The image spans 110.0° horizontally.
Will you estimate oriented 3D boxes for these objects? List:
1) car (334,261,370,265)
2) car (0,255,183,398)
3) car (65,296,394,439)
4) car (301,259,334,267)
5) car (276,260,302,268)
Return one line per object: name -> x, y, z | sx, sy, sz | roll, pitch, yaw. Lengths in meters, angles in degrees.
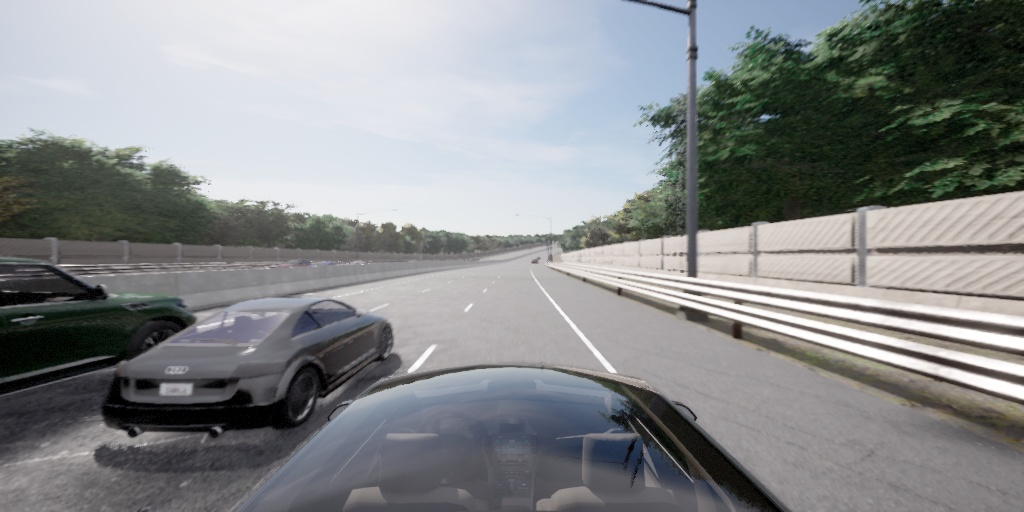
car -> -16.994, 1.336, 39.575 | 2.128, 1.511, 4.902 | 0, 0, 2
car -> -6.891, 0.961, 4.235 | 2.150, 2.045, 5.566 | 0, 0, 0
car -> -3.386, 1.315, 5.626 | 1.994, 1.385, 4.181 | 0, 0, 0
car -> -20.497, 1.311, 39.514 | 1.882, 1.535, 5.008 | 0, 0, 2
car -> -23.991, 1.177, 39.765 | 2.097, 1.767, 4.553 | 0, 0, 2
